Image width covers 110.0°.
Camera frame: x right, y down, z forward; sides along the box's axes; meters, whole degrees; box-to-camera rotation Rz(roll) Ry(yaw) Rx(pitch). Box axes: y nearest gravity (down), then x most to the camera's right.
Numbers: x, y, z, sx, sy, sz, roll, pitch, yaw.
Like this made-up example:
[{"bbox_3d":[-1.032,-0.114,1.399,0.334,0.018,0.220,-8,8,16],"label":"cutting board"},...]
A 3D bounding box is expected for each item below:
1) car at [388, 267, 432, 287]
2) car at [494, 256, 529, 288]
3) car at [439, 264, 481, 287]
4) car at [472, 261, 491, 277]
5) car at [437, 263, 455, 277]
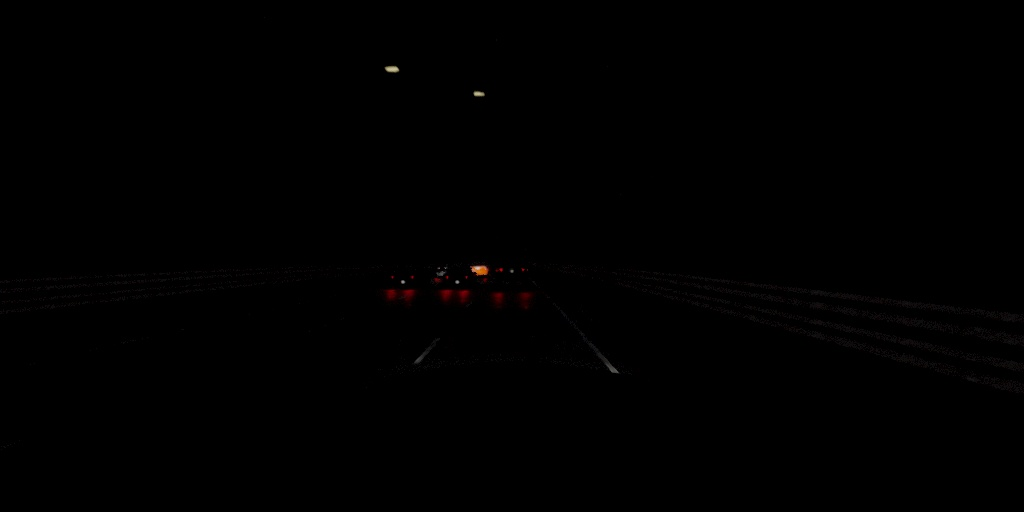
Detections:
[{"bbox_3d":[-6.994,1.413,25.228,1.895,1.301,4.718,0,-1,0],"label":"car"},{"bbox_3d":[-0.003,1.021,24.140,2.150,2.045,5.566,0,-1,0],"label":"car"},{"bbox_3d":[-3.496,1.412,25.120,1.895,1.301,4.718,0,-1,0],"label":"car"},{"bbox_3d":[-3.462,1.367,39.167,2.097,1.767,4.553,0,-1,0],"label":"car"},{"bbox_3d":[-6.960,1.510,39.347,2.128,1.511,4.902,0,-1,0],"label":"car"}]
